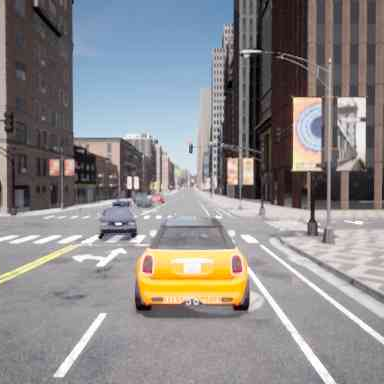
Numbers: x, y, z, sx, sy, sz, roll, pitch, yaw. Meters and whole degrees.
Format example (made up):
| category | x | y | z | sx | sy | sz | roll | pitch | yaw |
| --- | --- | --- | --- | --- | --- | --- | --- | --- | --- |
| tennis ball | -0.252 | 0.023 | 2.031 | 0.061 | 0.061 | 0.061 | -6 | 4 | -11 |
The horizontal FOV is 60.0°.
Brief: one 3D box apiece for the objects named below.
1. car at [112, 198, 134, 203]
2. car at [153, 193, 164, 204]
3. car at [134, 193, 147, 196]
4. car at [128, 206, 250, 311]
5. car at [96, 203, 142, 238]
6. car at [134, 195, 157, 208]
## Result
| category | x | y | z | sx | sy | sz | roll | pitch | yaw |
| --- | --- | --- | --- | --- | --- | --- | --- | --- | --- |
| car | -9.830 | 1.572 | 46.375 | 1.895 | 1.301 | 4.718 | 0 | 0 | 0 |
| car | -6.525 | 1.181 | 63.475 | 2.150 | 2.045 | 5.566 | 0 | 0 | 1 |
| car | -9.770 | 1.179 | 63.859 | 2.150 | 2.045 | 5.566 | 0 | 0 | 1 |
| car | 0.013 | 1.342 | 7.909 | 2.097 | 1.767 | 4.553 | 0 | 0 | 0 |
| car | -4.083 | 1.529 | 17.830 | 2.033 | 1.411 | 5.357 | 0 | 0 | -15 |
| car | -6.578 | 1.534 | 47.072 | 1.994 | 1.385 | 4.181 | 0 | 0 | 0 |
